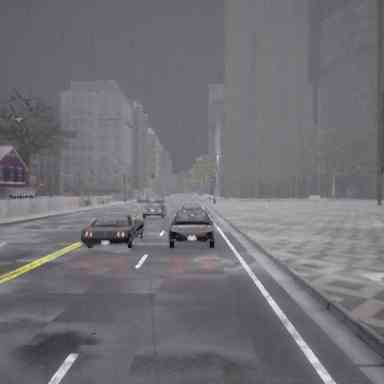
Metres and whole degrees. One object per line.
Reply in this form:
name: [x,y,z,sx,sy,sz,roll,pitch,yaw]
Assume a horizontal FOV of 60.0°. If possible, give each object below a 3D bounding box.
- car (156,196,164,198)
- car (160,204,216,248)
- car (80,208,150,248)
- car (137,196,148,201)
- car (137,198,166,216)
car: [-6.504,1.604,66.936,1.837,1.490,4.892,0,1,0]
car: [0.000,1.494,14.651,2.128,1.511,4.902,0,0,0]
car: [-3.250,1.615,14.681,1.895,1.301,4.718,0,0,0]
car: [-9.752,1.567,66.759,1.882,1.535,5.008,0,1,0]
car: [-3.250,1.569,29.652,2.033,1.411,5.357,0,0,0]
